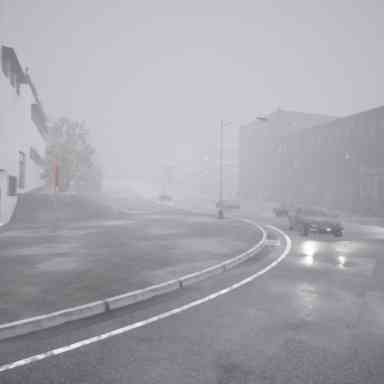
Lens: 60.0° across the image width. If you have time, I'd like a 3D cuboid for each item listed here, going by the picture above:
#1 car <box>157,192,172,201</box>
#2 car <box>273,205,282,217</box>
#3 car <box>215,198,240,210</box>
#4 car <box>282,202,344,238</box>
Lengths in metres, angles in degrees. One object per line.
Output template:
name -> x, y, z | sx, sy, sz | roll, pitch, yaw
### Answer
car -> -4.874, 0.753, 59.270 | 1.882, 1.535, 5.008 | 1, 2, -18
car -> 8.707, 1.573, 28.658 | 1.994, 1.385, 4.181 | 1, 0, -16
car -> 4.448, 1.487, 42.391 | 1.994, 1.385, 4.181 | 1, 0, -18
car -> 6.443, 1.479, 17.772 | 1.837, 1.490, 4.892 | 2, 0, 3
